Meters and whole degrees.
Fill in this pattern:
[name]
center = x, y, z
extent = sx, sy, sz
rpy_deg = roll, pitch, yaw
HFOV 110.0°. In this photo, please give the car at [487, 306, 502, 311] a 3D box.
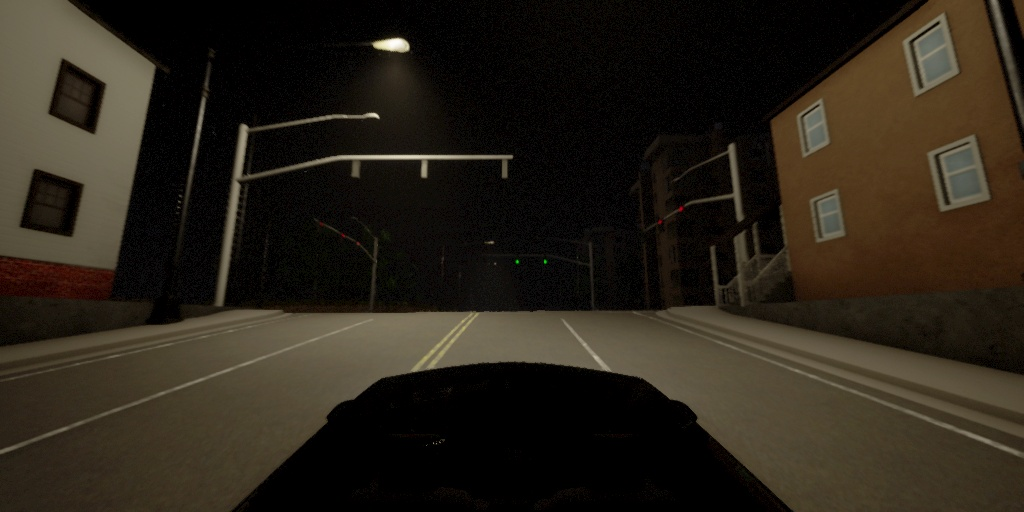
[car]
center = -2.744, 9.094, 58.482
extent = 2.150, 2.045, 5.566
rpy_deg = 0, -10, 1
